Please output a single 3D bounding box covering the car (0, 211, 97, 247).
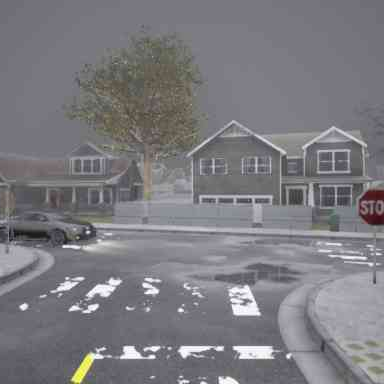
[{"bbox_3d":[-6.376,1.536,14.696,4.181,1.385,1.994,0,0,14],"label":"car"}]
